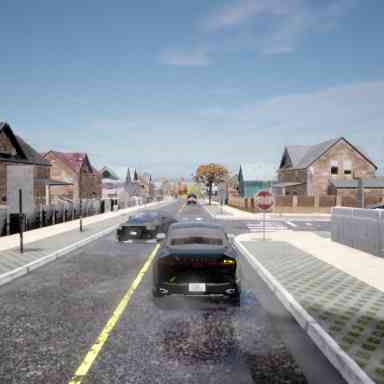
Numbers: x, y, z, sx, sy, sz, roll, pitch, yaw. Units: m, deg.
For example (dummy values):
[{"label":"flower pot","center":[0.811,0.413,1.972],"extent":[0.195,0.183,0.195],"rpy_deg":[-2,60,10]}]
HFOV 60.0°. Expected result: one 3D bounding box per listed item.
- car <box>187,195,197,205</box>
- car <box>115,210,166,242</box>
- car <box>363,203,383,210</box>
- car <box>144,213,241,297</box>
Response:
[{"label":"car","center":[-0.057,1.851,65.885],"extent":[1.895,1.301,4.718],"rpy_deg":[0,0,0]},{"label":"car","center":[-2.053,1.577,16.028],"extent":[1.994,1.385,4.181],"rpy_deg":[-1,-1,13]},{"label":"car","center":[12.720,1.540,22.728],"extent":[4.892,1.490,1.837],"rpy_deg":[0,2,8]},{"label":"car","center":[0.109,1.504,8.531],"extent":[1.837,1.490,4.892],"rpy_deg":[0,0,0]}]
